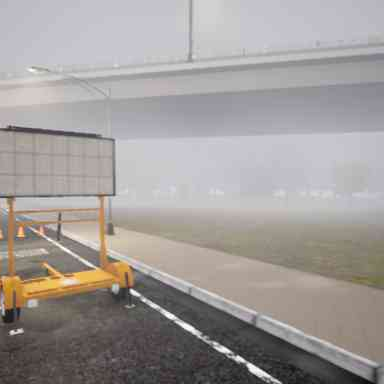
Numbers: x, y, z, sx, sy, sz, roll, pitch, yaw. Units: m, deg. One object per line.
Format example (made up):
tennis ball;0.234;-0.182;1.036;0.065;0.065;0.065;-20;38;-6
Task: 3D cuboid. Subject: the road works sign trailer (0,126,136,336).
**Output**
road works sign trailer;-2.852;0.504;7.088;2.380;3.560;2.880;-1;0;-36
